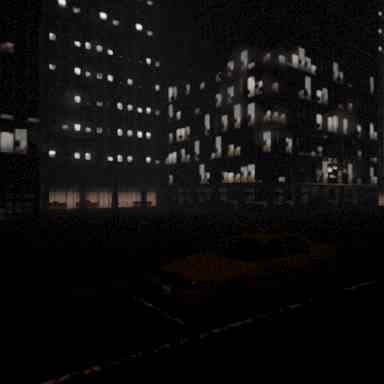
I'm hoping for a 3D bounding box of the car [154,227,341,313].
[{"bbox_3d":[1.493,1.522,7.628,4.829,1.417,1.752,0,0,-36],"label":"car"}]
